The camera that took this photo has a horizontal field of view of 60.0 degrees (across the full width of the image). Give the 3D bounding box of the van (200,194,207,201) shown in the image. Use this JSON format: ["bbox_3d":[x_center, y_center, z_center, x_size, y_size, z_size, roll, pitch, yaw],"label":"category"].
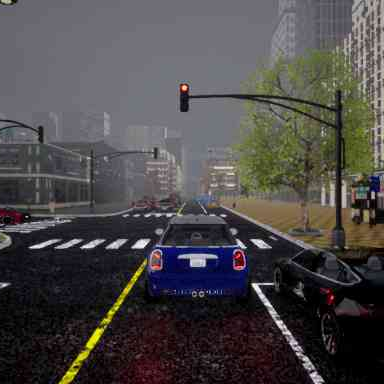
[{"bbox_3d":[2.805,1.349,82.590,1.690,1.788,3.998,0,0,0],"label":"van"}]

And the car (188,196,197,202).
[{"bbox_3d":[0.106,1.547,79.206,2.033,1.411,5.357,0,0,0],"label":"car"}]

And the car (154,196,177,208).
[{"bbox_3d":[-3.041,1.528,38.477,1.812,1.442,4.674,0,0,-2],"label":"car"}]

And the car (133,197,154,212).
[{"bbox_3d":[-5.636,1.584,38.191,1.802,1.307,4.206,0,0,0],"label":"car"}]

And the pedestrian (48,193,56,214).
[{"bbox_3d":[-12.710,1.039,30.205,0.375,1.860,0.375,0,-1,-1],"label":"pedestrian"}]

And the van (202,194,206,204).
[{"bbox_3d":[2.760,1.345,49.284,1.690,1.788,3.998,0,0,0],"label":"van"}]

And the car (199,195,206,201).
[{"bbox_3d":[2.812,1.534,88.311,1.752,1.417,4.829,0,0,0],"label":"car"}]

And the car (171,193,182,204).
[{"bbox_3d":[-2.992,1.226,59.008,2.150,2.045,5.566,0,0,1],"label":"car"}]

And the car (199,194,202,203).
[{"bbox_3d":[2.774,1.556,60.386,2.008,1.369,4.403,0,0,0],"label":"car"}]

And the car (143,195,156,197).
[{"bbox_3d":[-5.628,1.318,43.742,2.192,1.841,5.009,0,0,0],"label":"car"}]

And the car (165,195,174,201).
[{"bbox_3d":[-5.577,1.559,82.599,2.008,1.369,4.403,0,0,0],"label":"car"}]

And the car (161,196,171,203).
[{"bbox_3d":[-5.592,1.532,71.327,1.752,1.417,4.829,0,0,0],"label":"car"}]

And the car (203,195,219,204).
[{"bbox_3d":[2.752,1.528,43.903,1.752,1.417,4.829,0,0,0],"label":"car"}]

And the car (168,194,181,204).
[{"bbox_3d":[-3.033,1.481,48.511,1.882,1.535,5.008,0,0,0],"label":"car"}]

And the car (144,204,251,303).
[{"bbox_3d":[0.111,1.352,8.372,2.097,1.767,4.553,0,0,0],"label":"car"}]

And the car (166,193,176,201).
[{"bbox_3d":[-5.568,1.324,88.150,2.192,1.841,5.009,0,0,0],"label":"car"}]

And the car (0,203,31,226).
[{"bbox_3d":[-12.826,1.417,21.687,4.181,1.385,1.994,1,0,-4],"label":"car"}]

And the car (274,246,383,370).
[{"bbox_3d":[2.701,1.566,5.704,1.947,1.339,4.313,0,0,0],"label":"car"}]

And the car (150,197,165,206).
[{"bbox_3d":[-5.614,1.555,54.844,2.008,1.369,4.403,0,0,0],"label":"car"}]
